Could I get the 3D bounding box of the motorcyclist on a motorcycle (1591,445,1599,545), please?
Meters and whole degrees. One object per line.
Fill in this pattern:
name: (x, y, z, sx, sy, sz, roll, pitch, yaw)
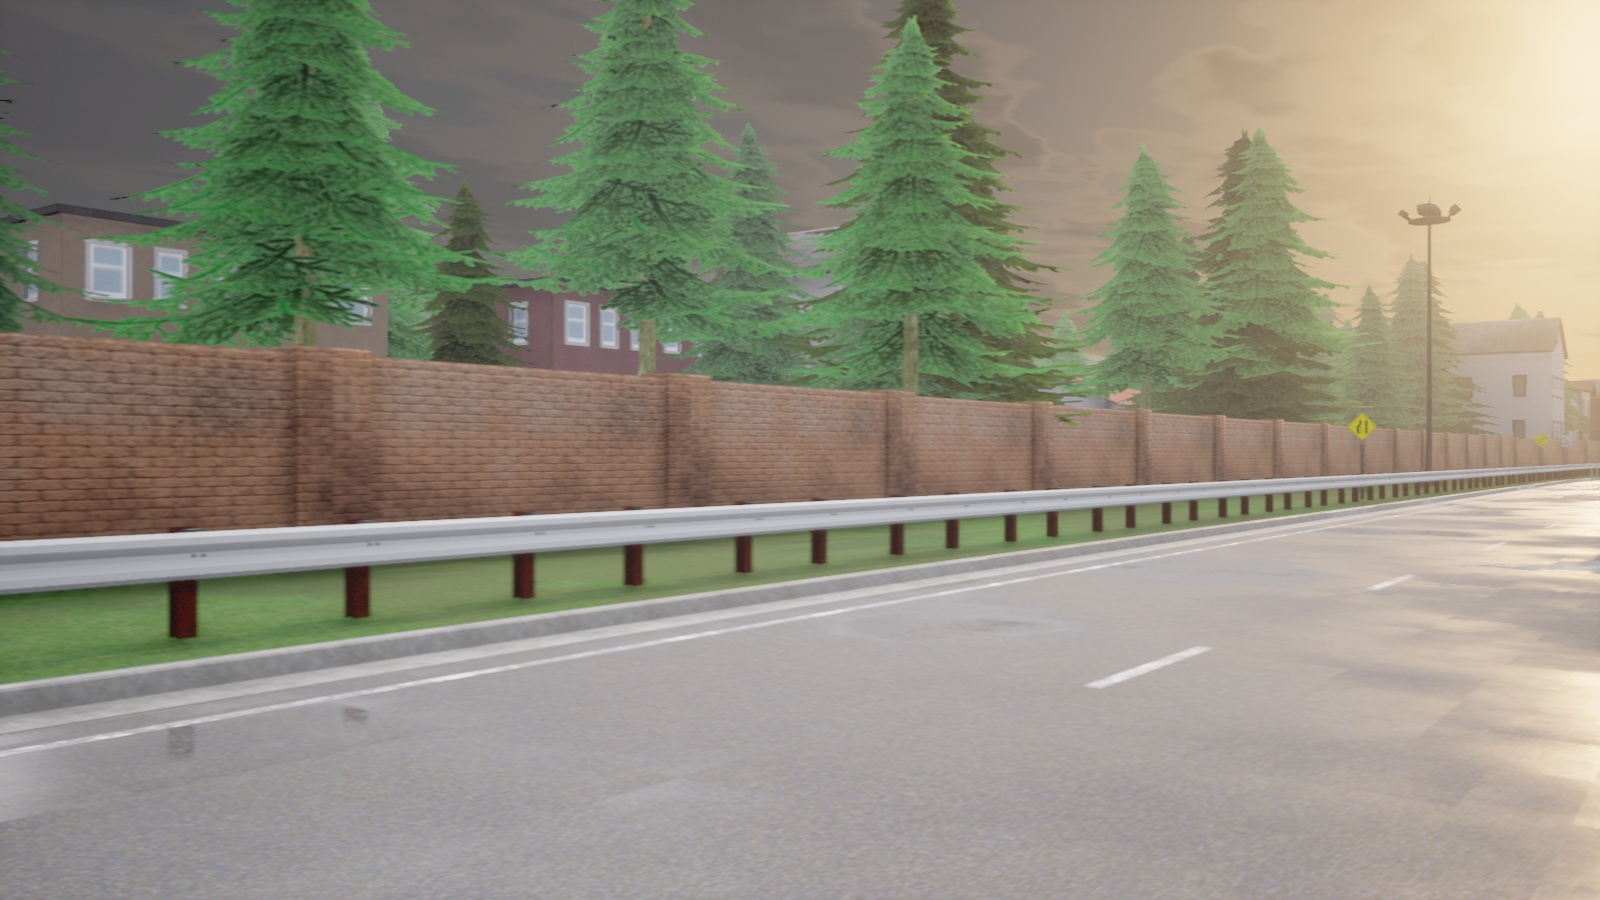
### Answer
motorcyclist on a motorcycle: (13.536, 0.719, 20.512, 0.866, 1.590, 1.817, 0, 0, 37)
